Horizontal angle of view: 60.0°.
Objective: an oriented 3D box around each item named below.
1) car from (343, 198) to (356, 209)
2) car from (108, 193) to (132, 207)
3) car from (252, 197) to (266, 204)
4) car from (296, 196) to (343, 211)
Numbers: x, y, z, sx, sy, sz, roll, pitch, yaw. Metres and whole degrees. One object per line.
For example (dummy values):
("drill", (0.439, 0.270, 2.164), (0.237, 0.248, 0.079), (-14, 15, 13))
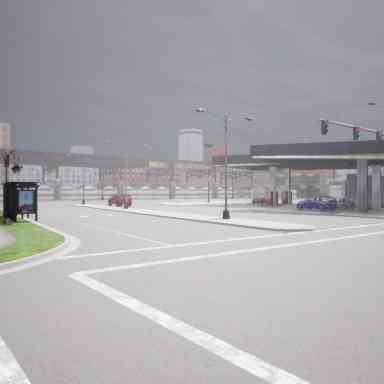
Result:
("car", (18.569, 1.456, 42.223), (1.970, 1.475, 3.806), (0, 0, -35))
("car", (-11.275, 1.221, 52.029), (2.150, 2.045, 5.566), (0, 0, -35))
("car", (12.595, 1.601, 61.367), (1.895, 1.301, 4.718), (0, 0, 29))
("car", (14.295, 1.295, 38.309), (2.242, 1.667, 4.611), (0, 0, -35))
